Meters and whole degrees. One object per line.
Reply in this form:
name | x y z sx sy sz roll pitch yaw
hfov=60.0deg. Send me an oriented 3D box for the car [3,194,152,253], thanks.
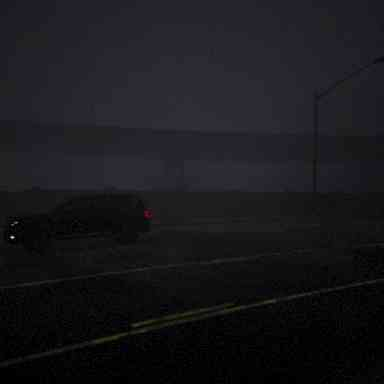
car | -4.366 1.096 13.314 5.566 2.045 2.150 0 0 -31
